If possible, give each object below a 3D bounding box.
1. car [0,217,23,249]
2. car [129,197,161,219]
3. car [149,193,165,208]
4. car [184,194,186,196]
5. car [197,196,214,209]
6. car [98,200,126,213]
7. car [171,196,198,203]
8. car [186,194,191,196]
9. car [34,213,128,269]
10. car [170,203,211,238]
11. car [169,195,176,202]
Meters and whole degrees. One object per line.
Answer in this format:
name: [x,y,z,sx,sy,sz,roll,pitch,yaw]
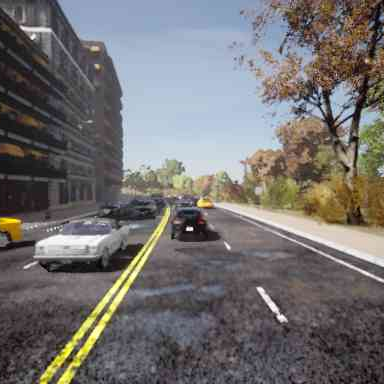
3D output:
car: [-9.066,1.423,12.477,1.882,1.535,5.008,4,0,35]
car: [-4.033,1.499,29.327,1.837,1.490,4.892,0,0,-3]
car: [-5.149,1.205,48.977,2.150,2.045,5.566,0,0,-4]
car: [-1.226,1.300,77.860,2.097,1.767,4.553,0,0,-7]
car: [1.825,1.455,44.713,1.882,1.535,5.008,0,0,-4]
car: [-7.352,1.487,30.835,2.128,1.511,4.902,0,0,-3]
car: [-0.879,1.479,35.425,2.128,1.511,4.902,0,0,-3]
car: [0.498,1.455,61.121,2.128,1.511,4.902,0,0,-5]
car: [-3.476,1.601,11.297,1.895,1.301,4.718,0,0,-1]
car: [-0.169,1.522,17.445,1.812,1.442,4.674,0,0,-2]
car: [-3.939,1.480,72.817,2.128,1.511,4.902,0,0,-6]
